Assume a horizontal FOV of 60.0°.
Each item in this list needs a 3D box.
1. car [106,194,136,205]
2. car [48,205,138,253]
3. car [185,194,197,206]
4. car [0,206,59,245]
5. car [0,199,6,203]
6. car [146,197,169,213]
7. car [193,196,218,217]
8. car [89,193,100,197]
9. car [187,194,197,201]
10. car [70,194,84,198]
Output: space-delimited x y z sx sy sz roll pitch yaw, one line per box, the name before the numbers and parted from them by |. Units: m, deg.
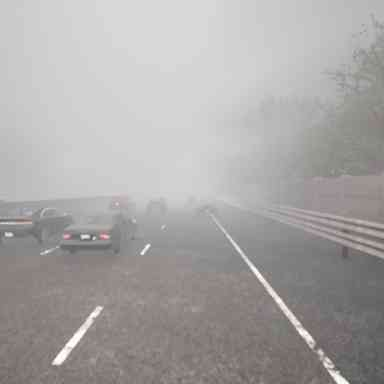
car | -6.901 1.137 32.940 2.097 1.767 4.553 0 0 0
car | -3.401 1.453 13.096 2.033 1.411 5.357 0 0 0
car | 0.008 1.240 49.322 2.033 1.411 5.357 0 0 0
car | -6.899 1.384 15.001 2.128 1.511 4.902 0 0 0
car | -17.595 1.286 28.667 1.882 1.535 5.008 0 0 0
car | -3.398 1.275 33.188 2.128 1.511 4.902 0 0 0
car | 1.226 1.334 28.936 1.812 1.442 4.674 0 0 0
car | -20.999 1.066 71.938 1.837 1.490 4.892 0 0 0
car | 0.002 1.074 68.745 1.812 1.442 4.674 0 0 0
car | -24.498 1.124 71.105 1.994 1.385 4.181 0 0 0
